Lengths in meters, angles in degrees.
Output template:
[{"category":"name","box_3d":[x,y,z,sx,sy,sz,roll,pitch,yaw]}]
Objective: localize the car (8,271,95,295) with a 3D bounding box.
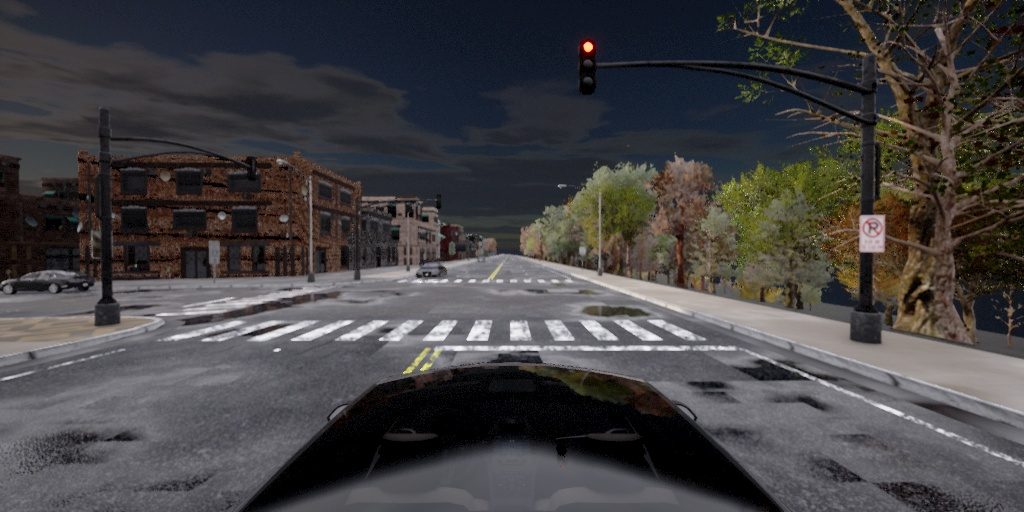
[{"category":"car","box_3d":[-28.408,1.568,22.003,4.403,1.370,2.007,0,0,-1]}]

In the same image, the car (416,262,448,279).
[{"category":"car","box_3d":[-6.630,1.218,29.940,1.994,1.385,4.181,0,1,0]}]

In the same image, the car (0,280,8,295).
[{"category":"car","box_3d":[-22.665,1.625,13.506,4.313,1.339,1.948,0,0,-1]}]
